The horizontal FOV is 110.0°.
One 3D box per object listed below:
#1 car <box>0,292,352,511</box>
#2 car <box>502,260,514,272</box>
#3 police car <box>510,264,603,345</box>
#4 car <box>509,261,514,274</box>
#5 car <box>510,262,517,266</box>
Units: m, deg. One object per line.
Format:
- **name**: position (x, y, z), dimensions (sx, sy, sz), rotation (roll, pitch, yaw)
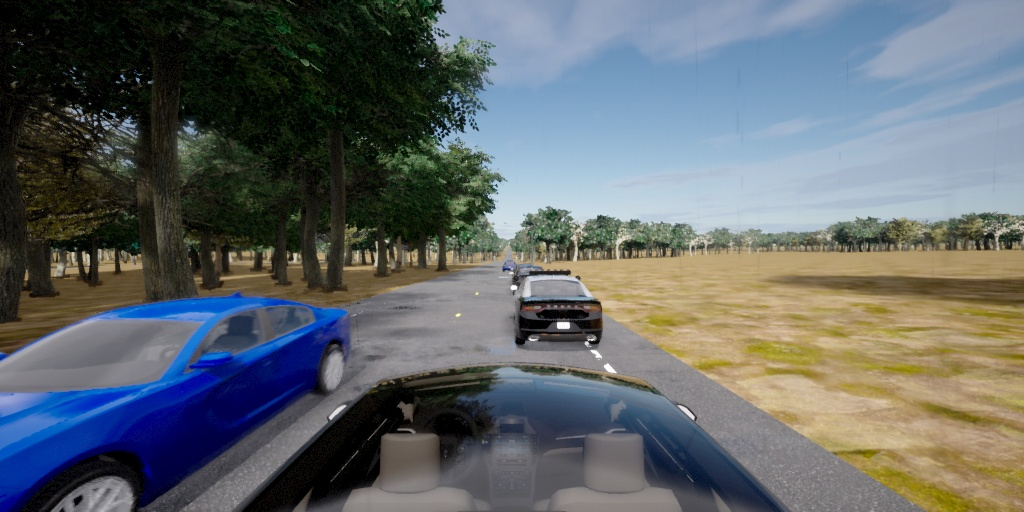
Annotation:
- **car**: position (-3.512, 1.226, 3.771), dimensions (1.882, 1.535, 5.008), rotation (0, 0, 0)
- **car**: position (-0.253, 1.347, 47.265), dimensions (1.994, 1.385, 4.181), rotation (0, 0, 0)
- **police car**: position (1.001, 1.173, 9.676), dimensions (1.930, 1.638, 5.238), rotation (0, 0, 0)
- **car**: position (0.903, 1.279, 25.572), dimensions (1.812, 1.442, 4.674), rotation (0, 0, 0)
- **car**: position (0.940, 1.256, 19.569), dimensions (1.837, 1.490, 4.892), rotation (0, 0, 0)
